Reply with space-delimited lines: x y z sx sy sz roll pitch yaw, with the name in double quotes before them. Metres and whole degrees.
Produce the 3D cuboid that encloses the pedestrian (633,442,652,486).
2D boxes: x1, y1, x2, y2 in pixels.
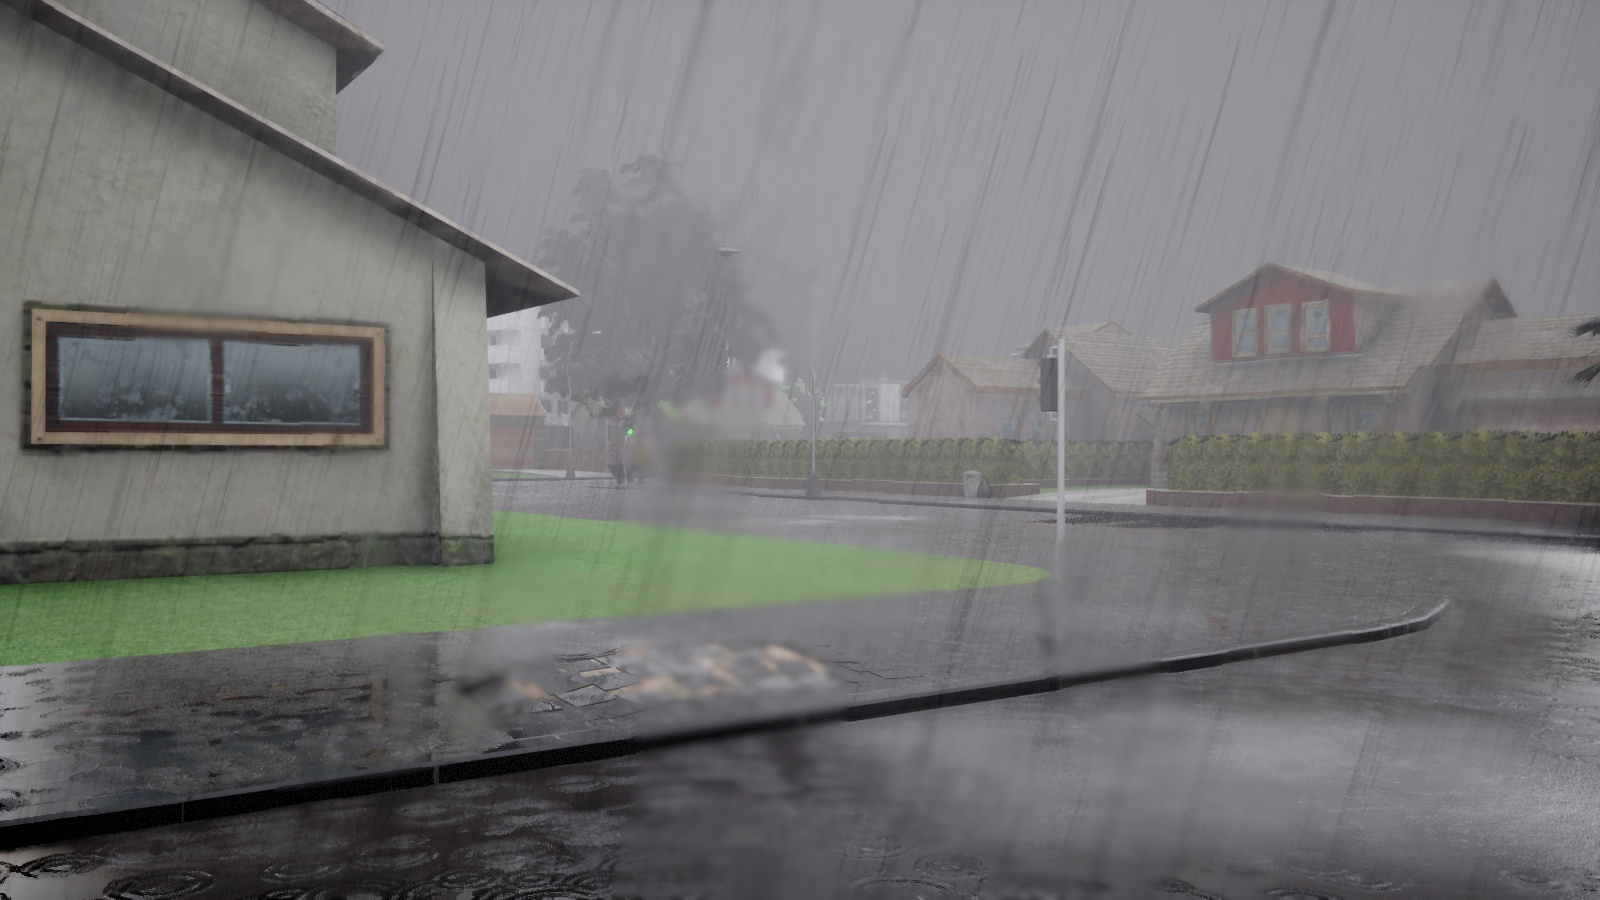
"pedestrian" -6.607 0.598 52.661 0.431 1.840 0.709 0 0 -43
